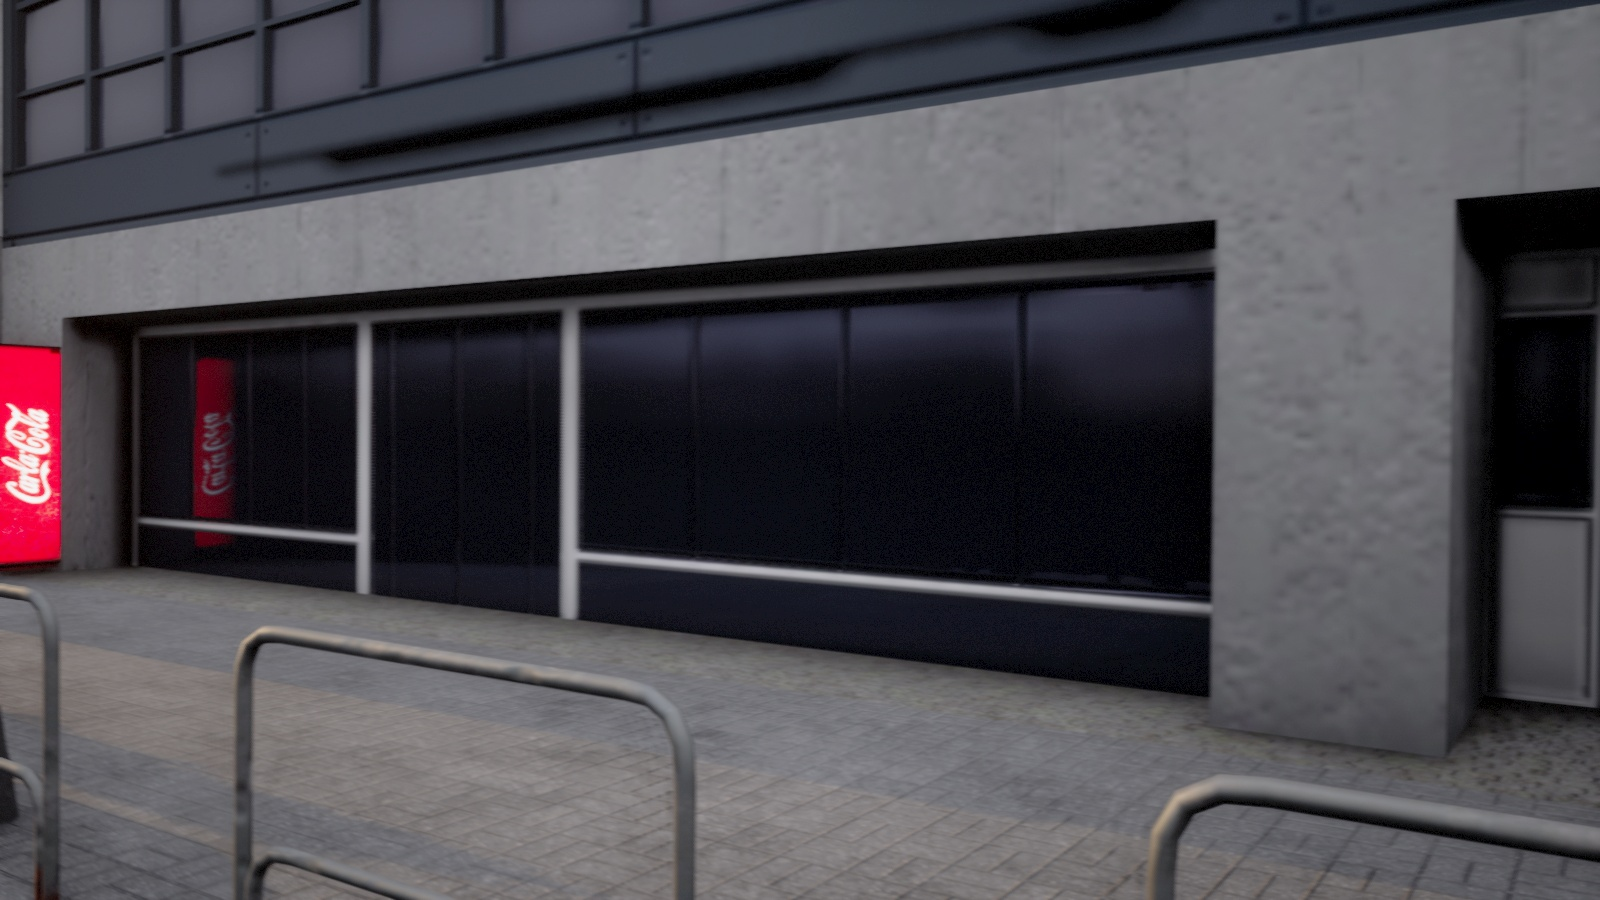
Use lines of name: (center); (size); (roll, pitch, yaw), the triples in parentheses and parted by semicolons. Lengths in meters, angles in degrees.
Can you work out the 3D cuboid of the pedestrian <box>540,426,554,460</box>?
pedestrian: (-13.813, -0.369, 68.563); (0.376, 1.854, 0.720); (0, 1, 33)
